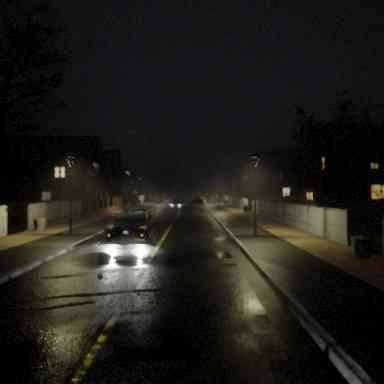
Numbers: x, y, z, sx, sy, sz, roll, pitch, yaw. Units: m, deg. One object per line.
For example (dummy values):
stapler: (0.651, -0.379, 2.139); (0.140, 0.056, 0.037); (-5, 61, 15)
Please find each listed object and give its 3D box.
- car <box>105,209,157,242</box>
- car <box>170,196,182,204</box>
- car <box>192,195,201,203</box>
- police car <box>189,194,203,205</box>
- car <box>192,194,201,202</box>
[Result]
car: (-2.849, 1.532, 16.195); (1.994, 1.385, 4.181); (0, 0, 0)
car: (-2.796, 1.428, 58.252); (1.994, 1.385, 4.181); (0, 0, 1)
car: (0.826, 1.304, 64.071); (1.801, 1.575, 5.366); (0, 0, 0)
police car: (0.826, 1.302, 53.988); (1.930, 1.638, 5.238); (0, 0, 0)
car: (0.826, 1.287, 70.072); (1.801, 1.575, 5.366); (0, 0, 0)
